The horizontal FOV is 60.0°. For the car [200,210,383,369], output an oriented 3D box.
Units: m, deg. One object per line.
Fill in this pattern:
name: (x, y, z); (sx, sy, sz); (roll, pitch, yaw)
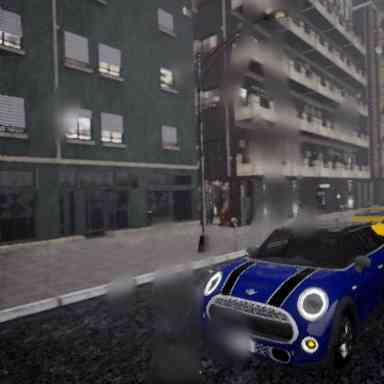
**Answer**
car: (2.183, 1.387, 6.055); (2.097, 1.767, 4.553); (-2, -1, 42)

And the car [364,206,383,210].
car: (8.343, 1.422, 12.808); (1.882, 1.535, 5.008); (-2, -1, 42)

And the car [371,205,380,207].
car: (10.539, 1.475, 19.182); (1.752, 1.417, 4.829); (-3, -1, 42)
